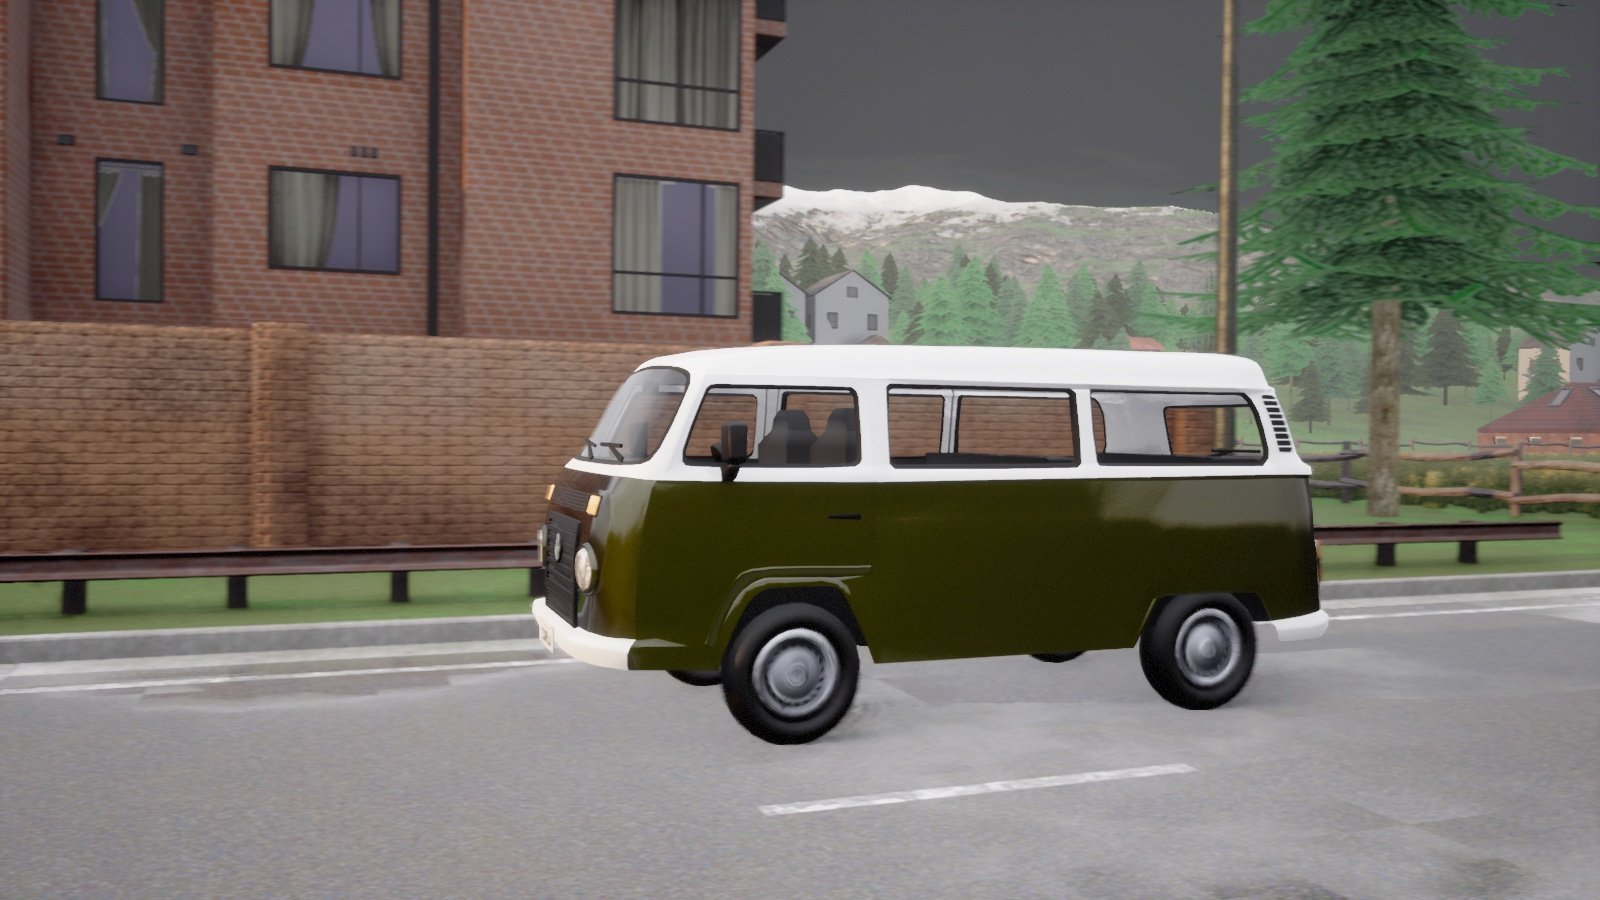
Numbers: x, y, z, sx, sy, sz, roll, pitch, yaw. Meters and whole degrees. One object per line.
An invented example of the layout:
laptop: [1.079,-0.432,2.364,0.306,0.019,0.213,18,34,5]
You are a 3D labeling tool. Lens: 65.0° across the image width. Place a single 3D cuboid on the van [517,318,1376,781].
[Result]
van: [0.799,0.394,7.283,4.480,2.038,2.069,-1,1,-21]
